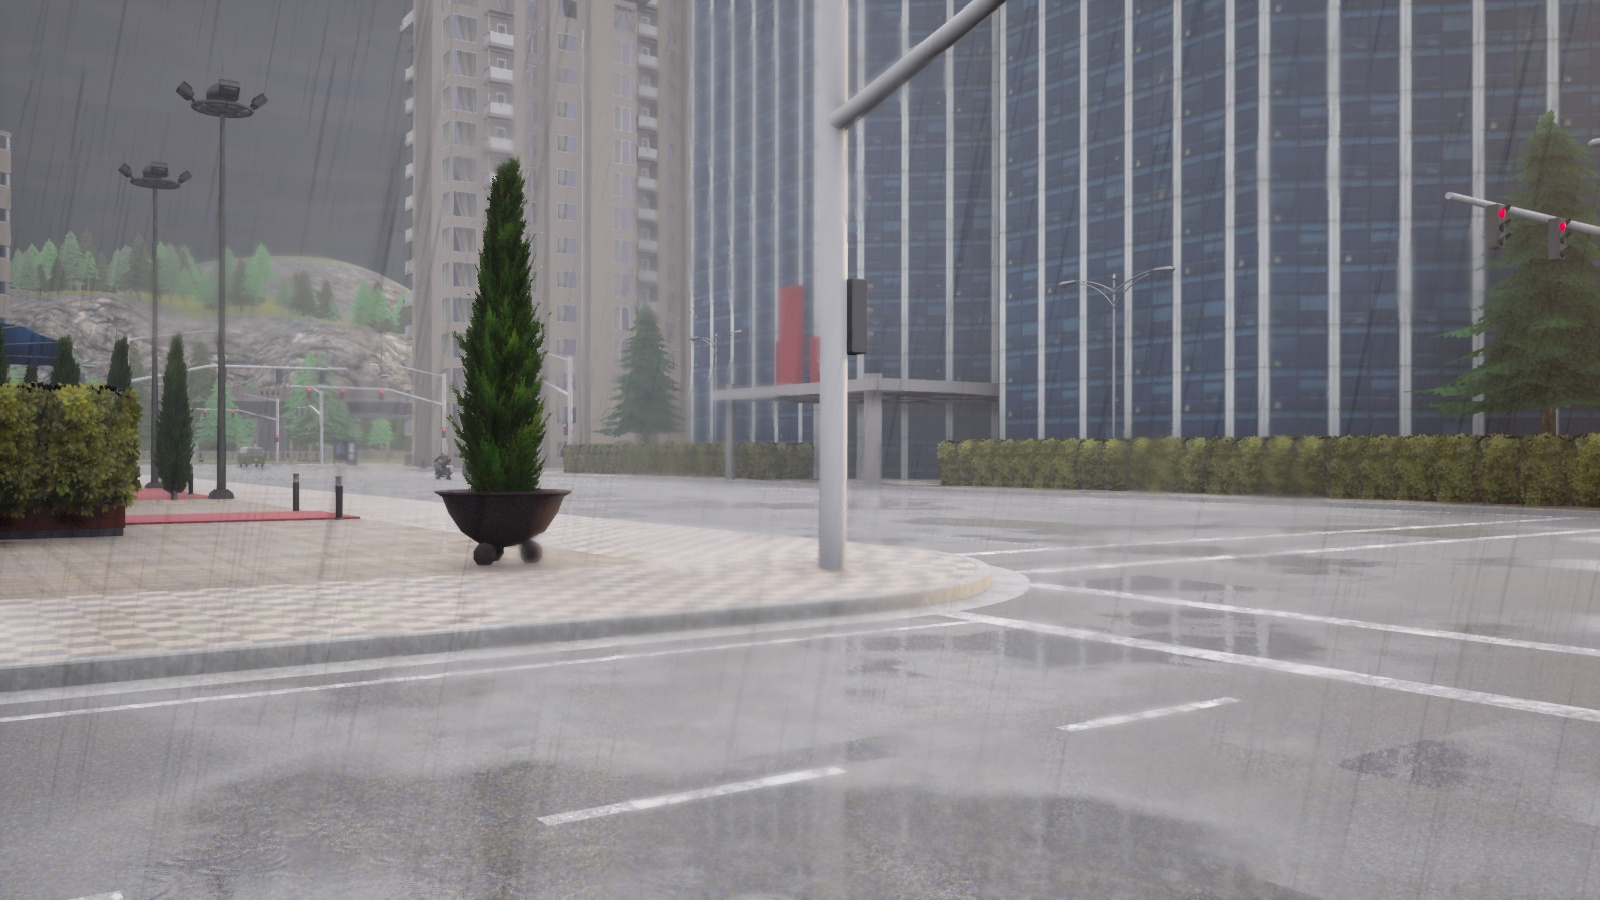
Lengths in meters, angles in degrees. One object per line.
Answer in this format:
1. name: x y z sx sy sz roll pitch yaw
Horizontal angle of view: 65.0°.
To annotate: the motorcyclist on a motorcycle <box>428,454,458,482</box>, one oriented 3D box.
1. motorcyclist on a motorcycle: -19.588 0.990 68.870 0.866 1.530 2.191 0 0 -35
